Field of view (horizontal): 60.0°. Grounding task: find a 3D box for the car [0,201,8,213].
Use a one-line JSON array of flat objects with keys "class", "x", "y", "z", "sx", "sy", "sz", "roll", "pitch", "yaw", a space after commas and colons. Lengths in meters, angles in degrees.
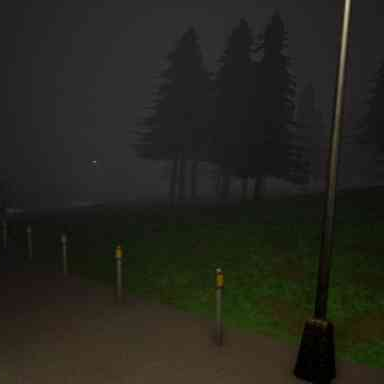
[{"class": "car", "x": -21.561, "y": 1.539, "z": 35.807, "sx": 2.128, "sy": 1.511, "sz": 4.902, "roll": 4, "pitch": -1, "yaw": -8}]
